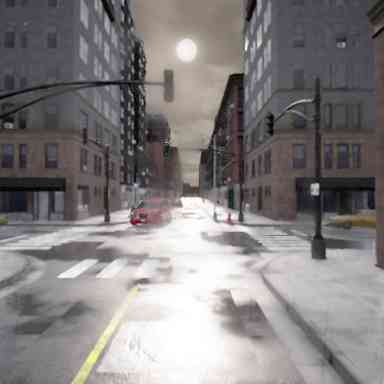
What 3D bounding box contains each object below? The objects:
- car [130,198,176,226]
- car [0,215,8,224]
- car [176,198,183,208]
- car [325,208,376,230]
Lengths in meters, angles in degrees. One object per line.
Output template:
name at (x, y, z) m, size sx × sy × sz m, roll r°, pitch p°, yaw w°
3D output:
car at (-3.026, 1.586, 25.931) m, size 2.150 × 2.045 × 5.566 m, roll 0°, pitch 1°, yaw 8°
car at (-15.243, 1.756, 22.708) m, size 4.829 × 1.417 × 1.752 m, roll 0°, pitch -1°, yaw 0°
car at (-2.732, 1.918, 60.953) m, size 2.097 × 1.767 × 4.553 m, roll 0°, pitch -1°, yaw 0°
car at (11.640, 1.781, 22.661) m, size 4.829 × 1.417 × 1.752 m, roll 0°, pitch -1°, yaw 0°
